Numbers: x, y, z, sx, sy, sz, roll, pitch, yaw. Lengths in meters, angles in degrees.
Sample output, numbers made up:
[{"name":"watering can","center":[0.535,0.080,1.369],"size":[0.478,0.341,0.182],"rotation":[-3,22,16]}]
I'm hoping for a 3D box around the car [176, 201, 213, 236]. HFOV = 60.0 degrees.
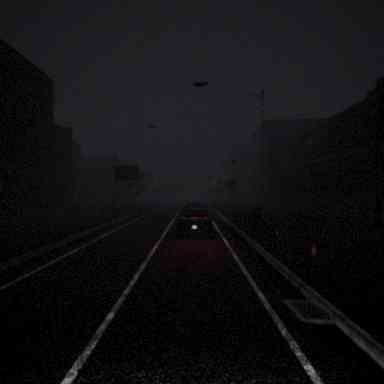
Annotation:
[{"name":"car","center":[0.125,1.475,18.481],"size":[2.128,1.511,4.902],"rotation":[0,0,0]}]
